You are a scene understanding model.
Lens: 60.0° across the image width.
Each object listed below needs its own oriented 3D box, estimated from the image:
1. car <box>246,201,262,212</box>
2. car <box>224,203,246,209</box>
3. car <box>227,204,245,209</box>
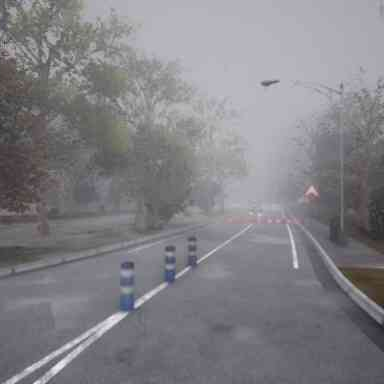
[{"bbox_3d":[12.271,2.796,64.240,2.150,2.045,5.566,0,-1,15],"label":"car"},{"bbox_3d":[12.046,4.006,91.263,5.366,1.575,1.946,0,-3,14],"label":"car"},{"bbox_3d":[12.544,4.148,93.989,4.892,1.521,2.231,0,-3,14],"label":"car"}]
